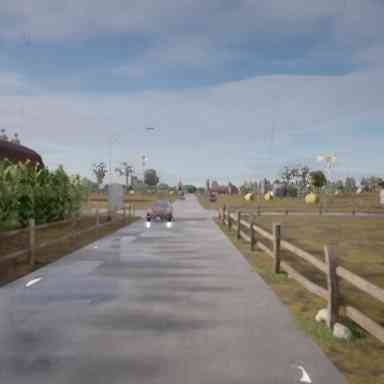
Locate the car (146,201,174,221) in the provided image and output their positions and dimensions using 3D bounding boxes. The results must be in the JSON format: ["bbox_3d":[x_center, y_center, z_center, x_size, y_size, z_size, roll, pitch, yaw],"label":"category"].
[{"bbox_3d":[-2.780,1.587,29.681,2.097,1.767,4.553,0,0,0],"label":"car"}]
